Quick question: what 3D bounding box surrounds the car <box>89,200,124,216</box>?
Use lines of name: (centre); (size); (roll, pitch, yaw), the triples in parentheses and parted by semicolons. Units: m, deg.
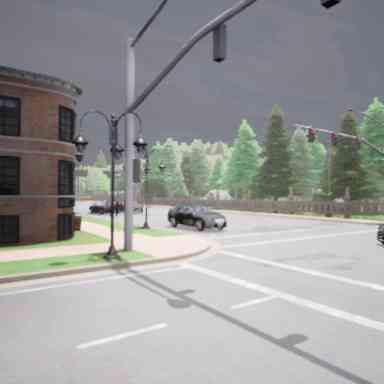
car: (-9.181, 1.732, 34.865); (1.895, 1.301, 4.718); (1, 0, -35)

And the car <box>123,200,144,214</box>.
car: (-7.201, 1.645, 38.154); (1.882, 1.535, 5.008); (1, 0, -35)

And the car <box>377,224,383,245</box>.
car: (10.519, 1.673, 15.403); (4.902, 1.511, 2.128); (1, 0, -33)

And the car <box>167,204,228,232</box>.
car: (0.250, 1.621, 21.379); (2.128, 1.511, 4.902); (1, 0, -35)

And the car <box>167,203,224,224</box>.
car: (0.140, 1.714, 27.621); (2.033, 1.411, 5.357); (1, 0, -35)
